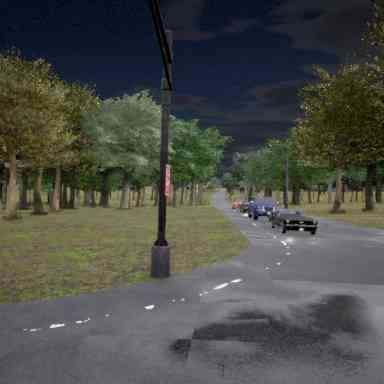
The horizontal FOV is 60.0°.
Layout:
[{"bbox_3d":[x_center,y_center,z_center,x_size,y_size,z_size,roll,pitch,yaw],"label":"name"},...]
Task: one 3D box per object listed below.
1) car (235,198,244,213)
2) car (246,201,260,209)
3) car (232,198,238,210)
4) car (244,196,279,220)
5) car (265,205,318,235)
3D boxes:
[{"bbox_3d":[6.844,1.816,40.165,2.033,1.411,5.357,2,-1,2],"label":"car"},{"bbox_3d":[11.128,2.360,60.762,1.895,1.301,4.718,2,-1,2],"label":"car"},{"bbox_3d":[7.244,1.770,50.452,2.097,1.767,4.553,2,-1,2],"label":"car"},{"bbox_3d":[6.388,1.399,29.903,2.150,2.045,5.566,2,0,2],"label":"car"},{"bbox_3d":[5.972,1.710,20.046,1.895,1.301,4.718,2,0,2],"label":"car"}]
